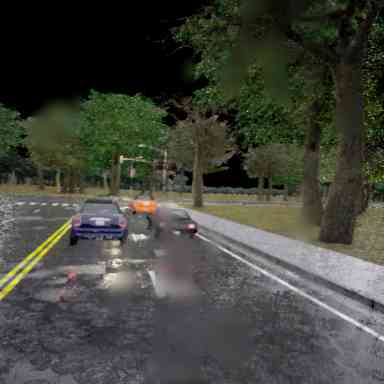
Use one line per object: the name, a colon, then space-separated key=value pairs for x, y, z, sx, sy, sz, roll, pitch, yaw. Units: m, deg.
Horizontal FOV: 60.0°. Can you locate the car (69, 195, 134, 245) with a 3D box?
car: x=-3.862 y=1.069 z=14.026 sx=2.097 sy=1.767 sz=4.553 roll=3 pitch=1 yaw=-15

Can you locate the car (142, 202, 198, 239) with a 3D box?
car: x=-1.163 y=1.446 z=16.479 sx=1.895 sy=1.301 sz=4.718 roll=3 pitch=0 yaw=-14

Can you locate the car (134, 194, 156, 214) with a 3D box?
car: x=-4.229 y=0.951 z=28.928 sx=2.097 sy=1.767 sz=4.553 roll=3 pitch=0 yaw=-15

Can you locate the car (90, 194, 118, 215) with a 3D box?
car: x=-7.298 y=0.988 z=27.783 sx=2.033 sy=1.411 sz=5.357 roll=3 pitch=0 yaw=-14
